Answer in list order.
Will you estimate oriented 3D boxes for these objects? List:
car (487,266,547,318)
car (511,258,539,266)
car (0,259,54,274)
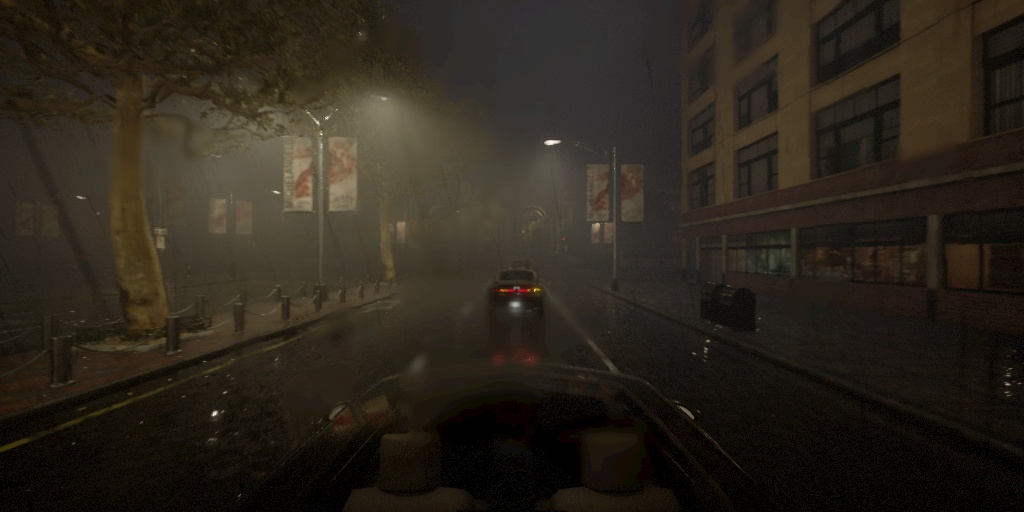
[{"bbox_3d":[0.172,1.217,12.695,1.837,1.490,4.892,0,-1,1],"label":"car"},{"bbox_3d":[1.036,1.020,28.531,2.097,1.767,4.553,0,0,10],"label":"car"},{"bbox_3d":[-52.017,1.124,37.493,4.902,1.511,2.128,0,0,-1],"label":"car"}]
